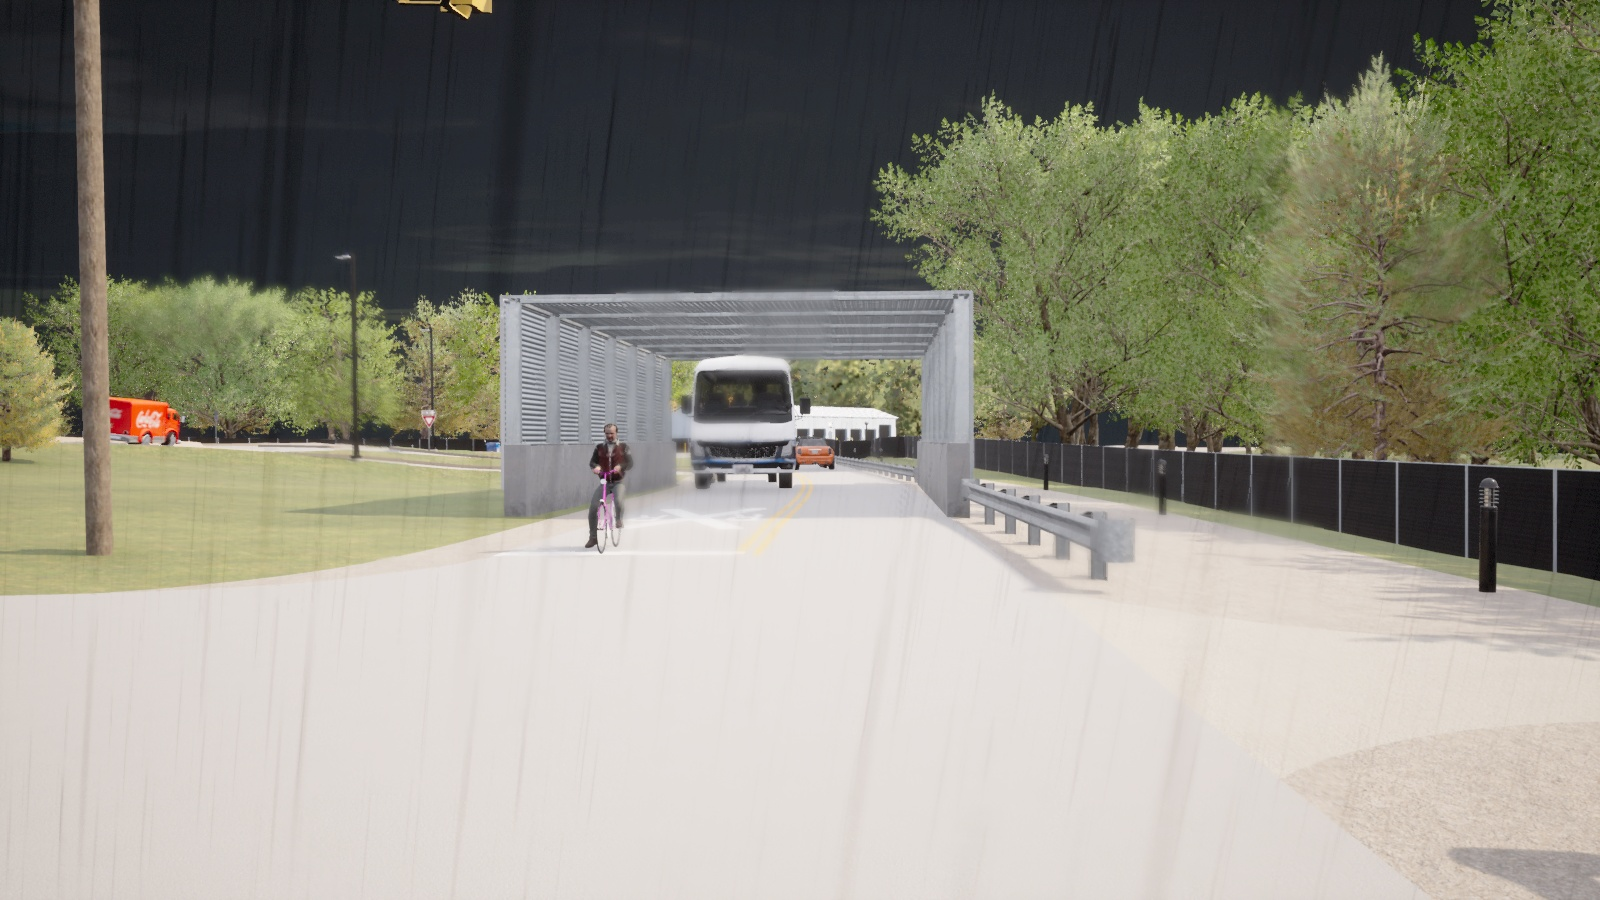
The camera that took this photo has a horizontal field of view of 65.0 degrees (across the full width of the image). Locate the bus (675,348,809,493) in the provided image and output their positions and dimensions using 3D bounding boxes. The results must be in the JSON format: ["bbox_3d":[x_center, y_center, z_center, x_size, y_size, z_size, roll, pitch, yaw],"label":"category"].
[{"bbox_3d":[-1.839,-0.910,42.340,3.944,4.253,10.273,0,0,-1],"label":"bus"}]

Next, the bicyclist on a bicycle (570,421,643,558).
[{"bbox_3d":[-2.632,0.512,17.259,0.659,1.776,1.843,0,0,2],"label":"bicyclist on a bicycle"}]

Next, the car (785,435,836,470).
[{"bbox_3d":[0.484,0.111,66.028,2.097,1.767,4.553,0,1,-7],"label":"car"}]

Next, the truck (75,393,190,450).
[{"bbox_3d":[-33.715,-1.382,63.681,2.627,2.467,5.204,8,0,2],"label":"truck"}]
